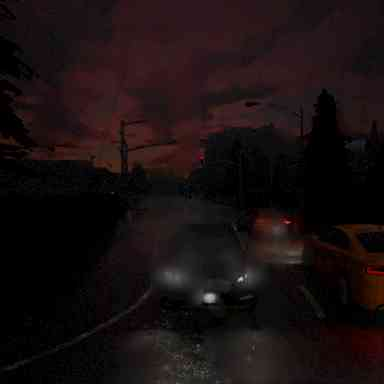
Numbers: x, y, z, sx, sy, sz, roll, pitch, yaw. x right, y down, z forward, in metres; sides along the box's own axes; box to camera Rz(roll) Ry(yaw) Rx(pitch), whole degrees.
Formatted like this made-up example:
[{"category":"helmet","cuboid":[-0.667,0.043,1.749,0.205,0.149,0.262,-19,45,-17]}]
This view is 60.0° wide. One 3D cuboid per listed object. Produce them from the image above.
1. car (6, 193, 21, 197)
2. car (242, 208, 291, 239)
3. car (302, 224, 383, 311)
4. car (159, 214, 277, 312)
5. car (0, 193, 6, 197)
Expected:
[{"category":"car","cuboid":[-38.251,1.096,72.989,1.932,1.855,4.605,0,0,-5]},{"category":"car","cuboid":[3.560,1.525,17.061,1.812,1.442,4.674,0,0,-5]},{"category":"car","cuboid":[3.999,1.477,7.745,1.882,1.535,5.008,0,0,6]},{"category":"car","cuboid":[0.341,1.491,7.959,2.128,1.511,4.902,0,0,1]},{"category":"car","cuboid":[-41.109,1.076,72.320,1.905,1.878,3.866,0,0,-5]}]
